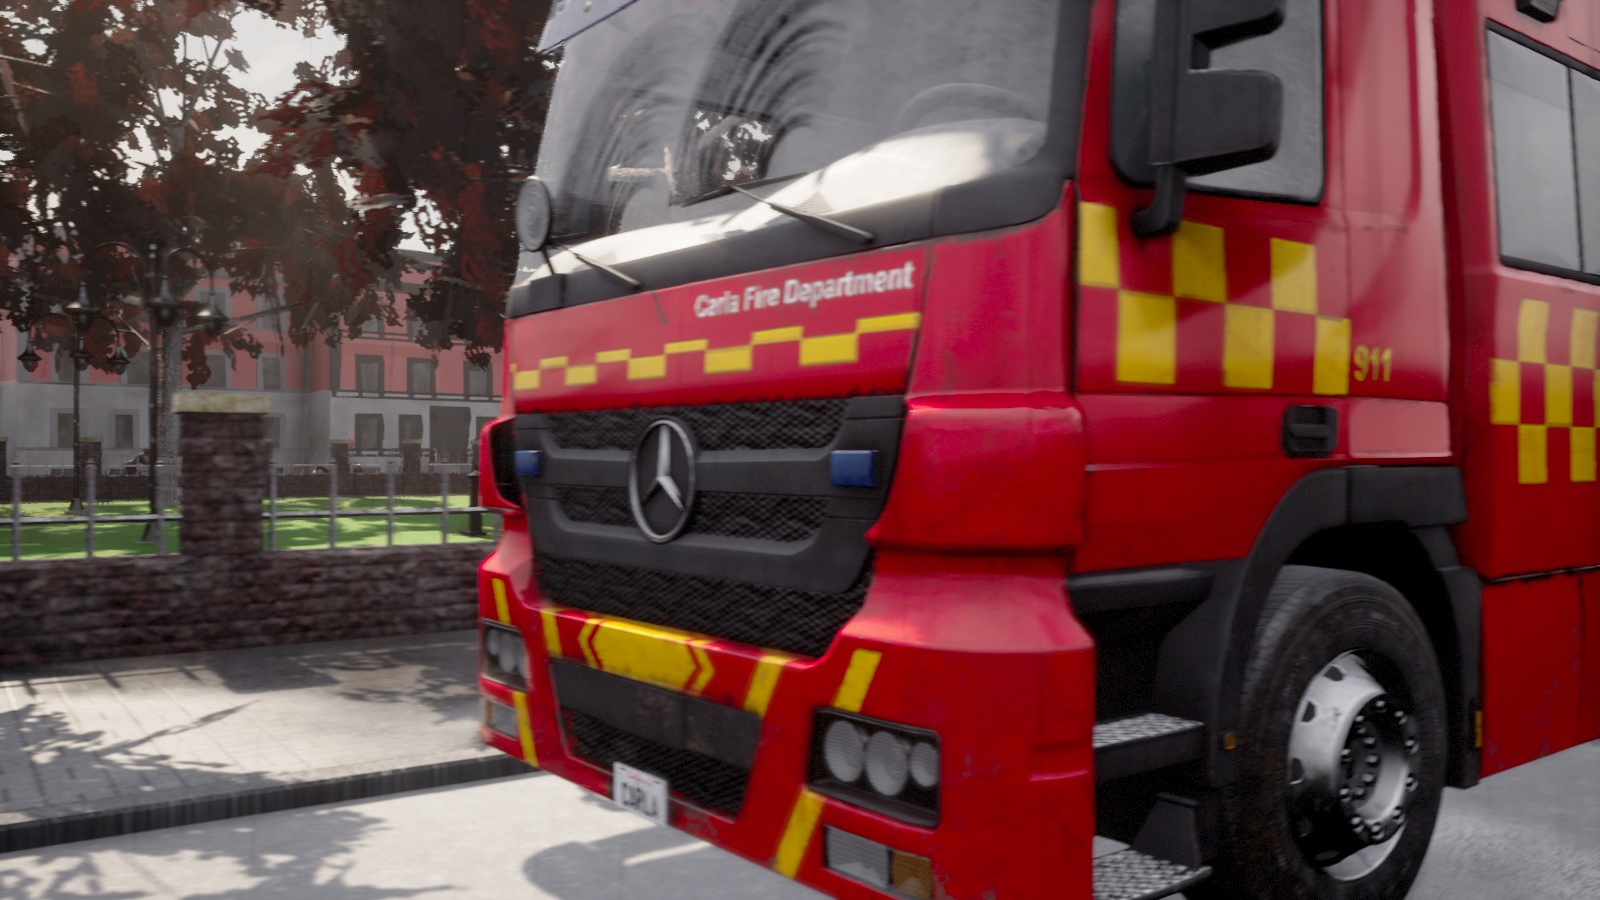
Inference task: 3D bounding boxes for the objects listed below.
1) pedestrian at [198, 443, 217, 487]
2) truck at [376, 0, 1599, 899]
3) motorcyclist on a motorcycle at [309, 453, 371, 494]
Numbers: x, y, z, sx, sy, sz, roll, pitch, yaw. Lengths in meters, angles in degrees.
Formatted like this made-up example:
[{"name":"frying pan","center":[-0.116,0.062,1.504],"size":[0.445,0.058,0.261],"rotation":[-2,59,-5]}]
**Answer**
[{"name":"pedestrian","center":[-24.935,0.638,52.818],"size":[0.694,1.848,0.540],"rotation":[0,0,-29]},{"name":"truck","center":[2.621,-0.410,6.227],"size":[8.468,3.827,2.891],"rotation":[0,0,-38]},{"name":"motorcyclist on a motorcycle","center":[-17.349,0.881,47.390],"size":[2.044,1.523,0.797],"rotation":[0,0,-35]}]
